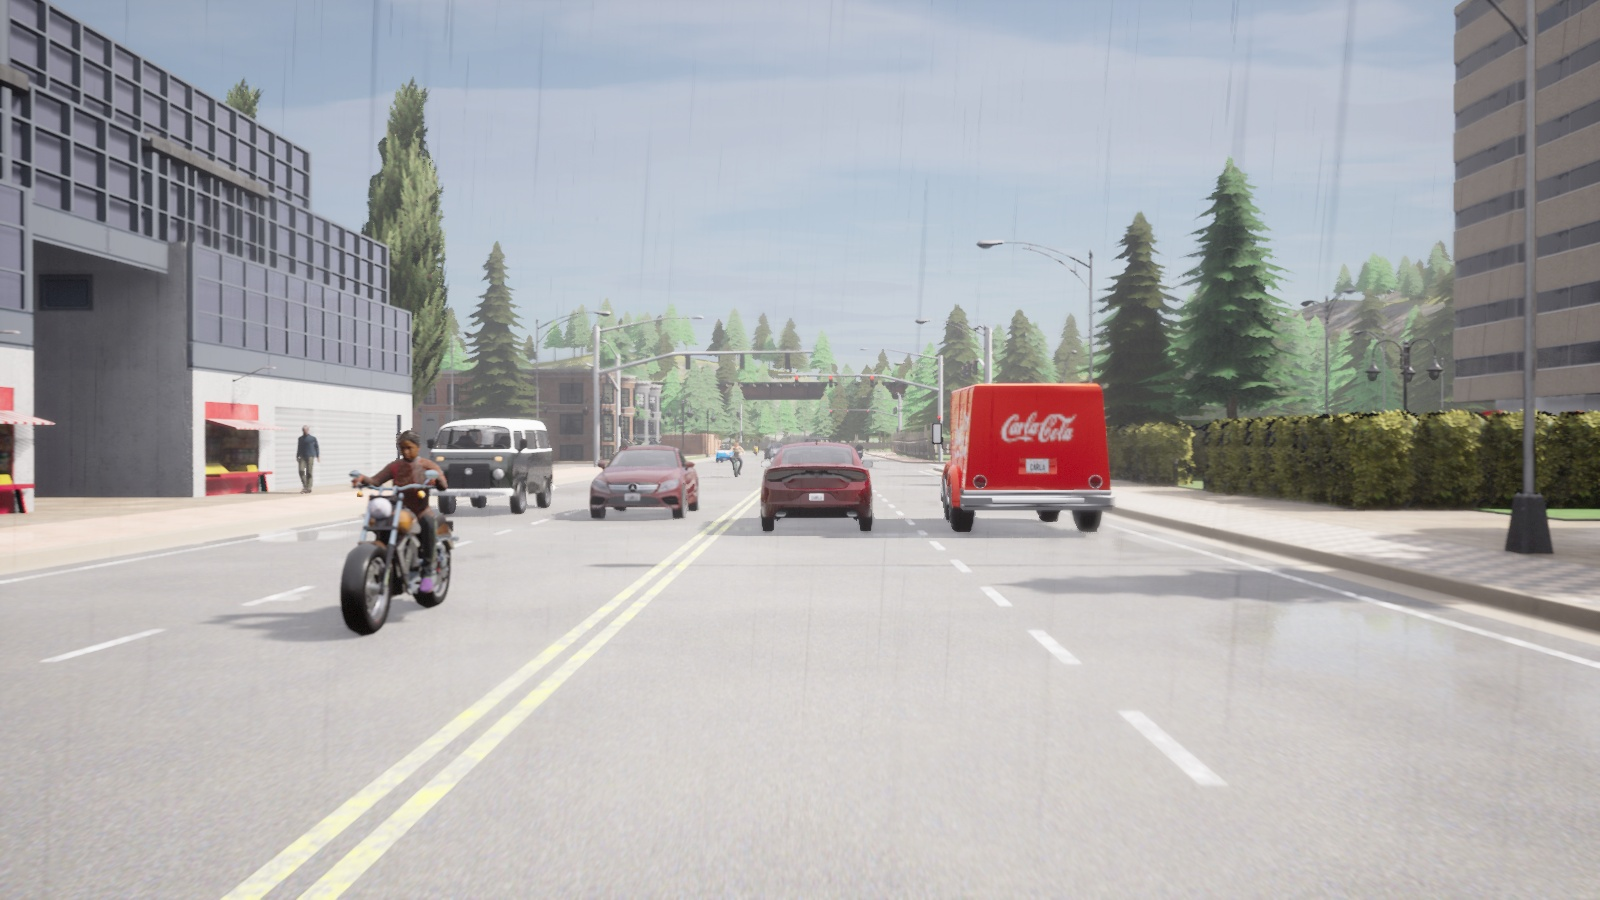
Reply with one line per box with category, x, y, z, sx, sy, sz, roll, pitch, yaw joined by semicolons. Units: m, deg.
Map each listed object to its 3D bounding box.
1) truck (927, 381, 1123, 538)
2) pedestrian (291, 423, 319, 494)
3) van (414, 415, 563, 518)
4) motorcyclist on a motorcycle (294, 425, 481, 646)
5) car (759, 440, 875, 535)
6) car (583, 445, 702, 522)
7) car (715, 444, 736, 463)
truck;3.804;0.137;22.393;2.627;2.467;5.204;0;0;1
pedestrian;-13.013;0.208;33.025;0.402;1.842;0.726;0;0;6
van;-6.625;0.311;27.230;2.069;2.038;4.480;0;0;1
motorcyclist on a motorcycle;-3.375;0.634;10.548;0.766;1.649;2.350;0;0;1
car;0.309;0.596;22.825;1.882;1.535;5.008;0;0;1
car;-3.144;0.623;25.975;1.812;1.442;4.674;0;0;1
car;-5.612;0.263;94.808;1.481;1.376;2.207;0;0;1
